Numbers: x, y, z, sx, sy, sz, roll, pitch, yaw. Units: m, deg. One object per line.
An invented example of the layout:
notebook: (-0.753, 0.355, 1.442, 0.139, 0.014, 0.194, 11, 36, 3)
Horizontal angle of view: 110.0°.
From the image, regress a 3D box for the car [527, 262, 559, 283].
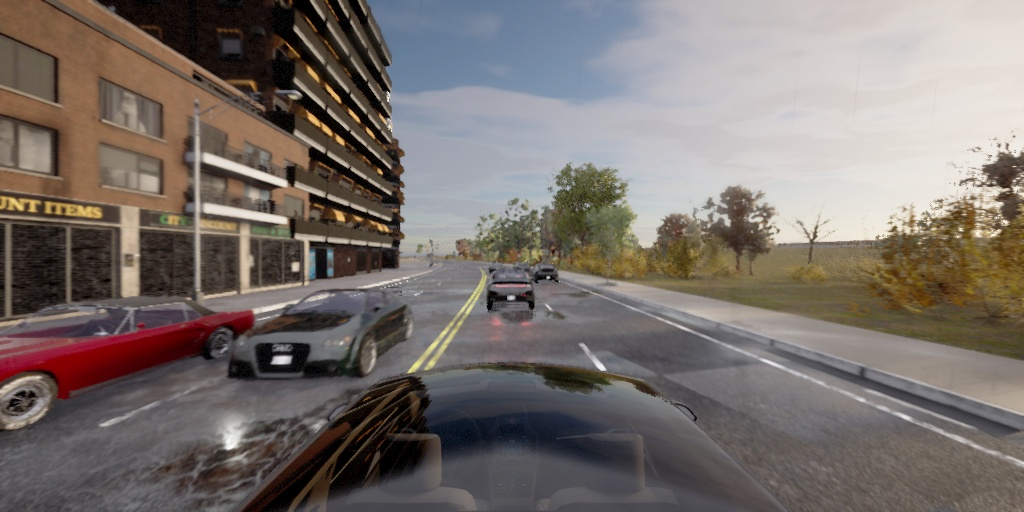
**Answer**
car: (2.582, 1.382, 29.183, 1.837, 1.490, 4.892, 0, -1, -3)

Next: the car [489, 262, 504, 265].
car: (-2.042, 1.537, 47.620, 1.994, 1.385, 4.181, 0, 0, -5)

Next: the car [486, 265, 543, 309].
car: (-0.098, 1.312, 15.481, 2.128, 1.511, 4.902, 0, 0, -2)

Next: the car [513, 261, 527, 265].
car: (1.265, 1.453, 47.154, 2.128, 1.511, 4.902, 0, 0, -5)

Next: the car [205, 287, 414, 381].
car: (-3.402, 1.351, 7.259, 1.994, 1.385, 4.181, 0, 0, -1)

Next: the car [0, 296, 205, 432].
car: (-6.631, 1.388, 5.739, 1.895, 1.301, 4.718, 0, 0, 0)
